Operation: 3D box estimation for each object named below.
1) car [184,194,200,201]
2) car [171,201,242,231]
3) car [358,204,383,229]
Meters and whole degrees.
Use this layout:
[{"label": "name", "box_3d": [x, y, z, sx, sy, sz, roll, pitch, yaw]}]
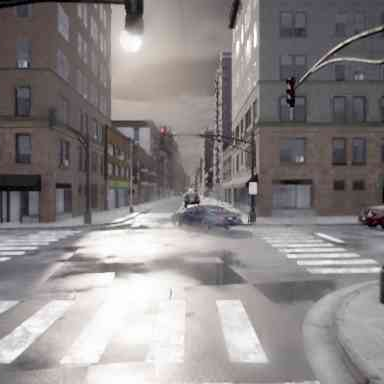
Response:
[{"label": "car", "box_3d": [0.027, 1.247, 48.699, 2.150, 2.045, 5.566, 0, 0, 0]}, {"label": "car", "box_3d": [0.758, 1.533, 20.504, 2.033, 1.411, 5.357, 0, 0, -34]}, {"label": "car", "box_3d": [12.058, 1.123, 18.480, 5.009, 1.841, 2.192, -1, 1, 0]}]
